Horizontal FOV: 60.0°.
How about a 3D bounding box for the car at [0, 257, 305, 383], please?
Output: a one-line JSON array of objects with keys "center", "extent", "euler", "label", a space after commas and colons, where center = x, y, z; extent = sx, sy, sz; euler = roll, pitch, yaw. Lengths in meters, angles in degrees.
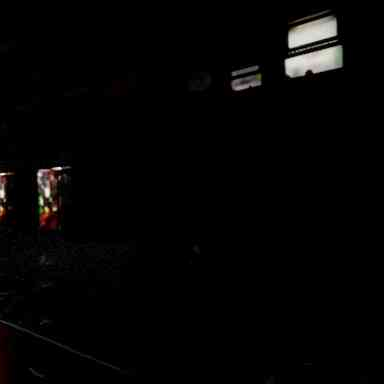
[{"center": [-1.048, 1.433, 3.501], "extent": [4.097, 1.590, 1.967], "euler": [0, -1, 35], "label": "car"}]
